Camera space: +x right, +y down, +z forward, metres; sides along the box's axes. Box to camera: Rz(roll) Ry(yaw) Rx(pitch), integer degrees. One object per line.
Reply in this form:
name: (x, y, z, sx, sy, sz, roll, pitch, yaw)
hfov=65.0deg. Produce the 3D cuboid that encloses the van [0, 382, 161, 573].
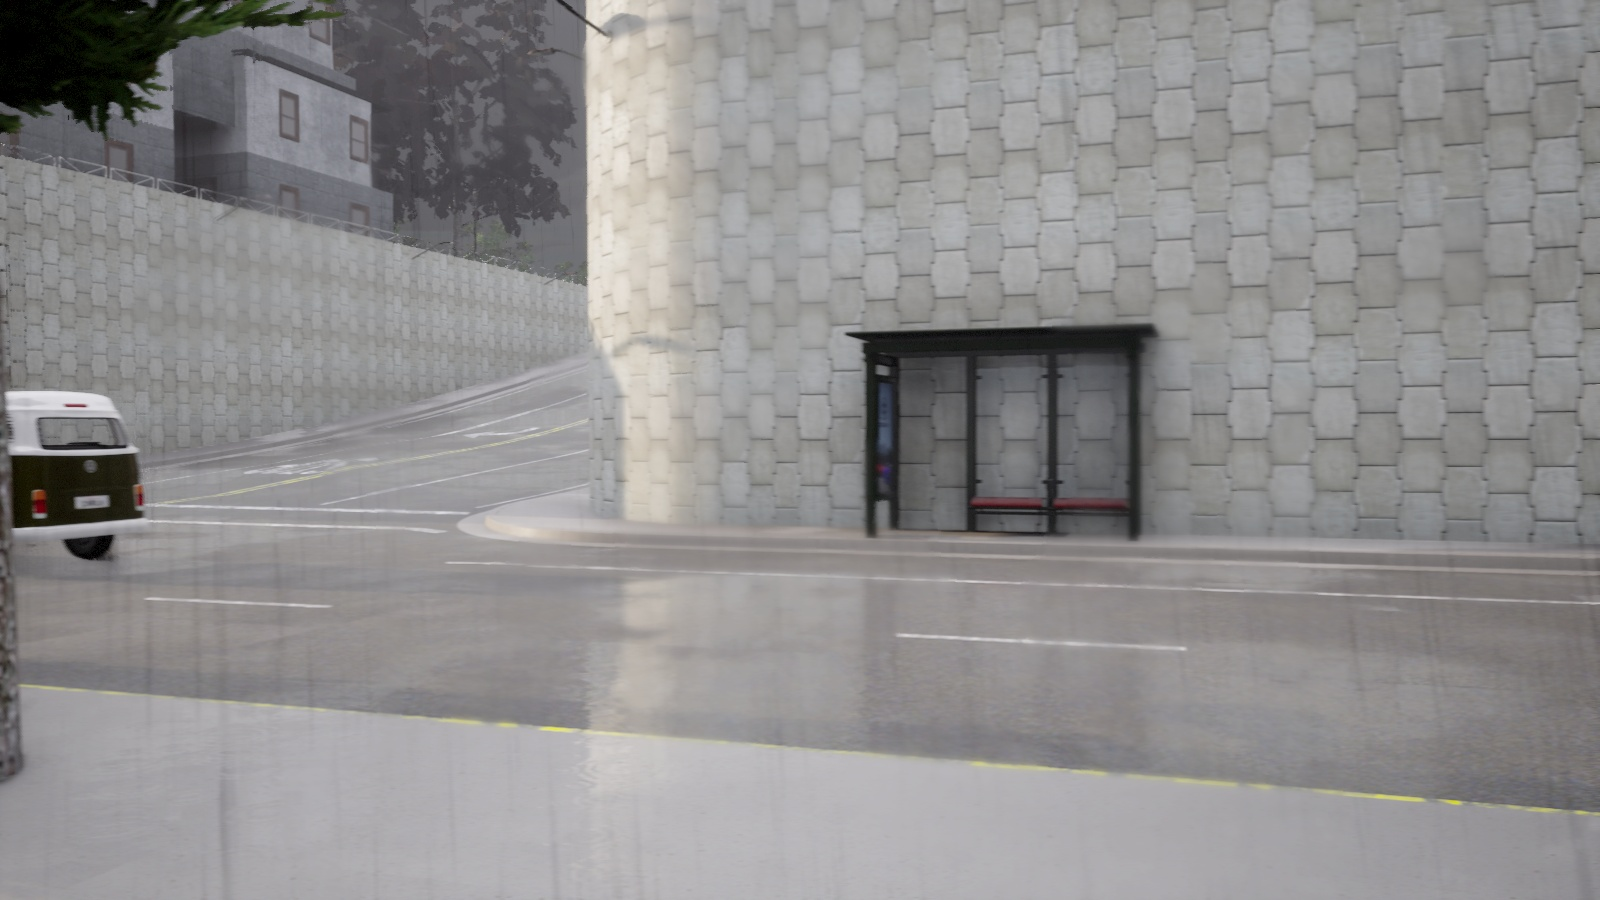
van: (-10.268, 0.255, 15.082, 4.480, 2.038, 2.069, 0, 1, 19)
